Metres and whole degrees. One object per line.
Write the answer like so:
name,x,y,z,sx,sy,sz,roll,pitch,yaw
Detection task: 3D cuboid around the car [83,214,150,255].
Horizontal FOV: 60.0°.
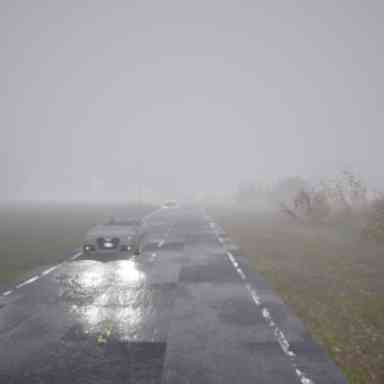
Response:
car,-2.852,1.602,13.280,1.994,1.385,4.181,0,0,0

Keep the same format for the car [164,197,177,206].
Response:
car,-3.664,1.588,55.743,1.882,1.535,5.008,0,0,-7
